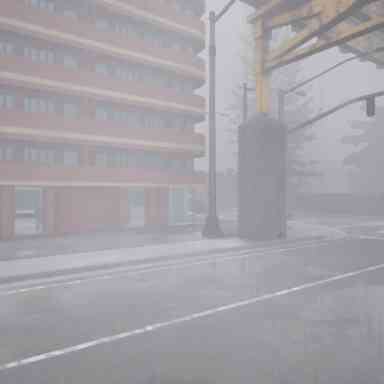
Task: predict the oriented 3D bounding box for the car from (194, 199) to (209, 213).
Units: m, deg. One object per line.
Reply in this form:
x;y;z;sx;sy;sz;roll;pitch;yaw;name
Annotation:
0.323;1.478;36.860;1.882;1.535;5.008;0;0;-36;car

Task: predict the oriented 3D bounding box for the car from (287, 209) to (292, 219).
6.284;1.526;28.488;1.812;1.442;4.674;0;0;-36;car
